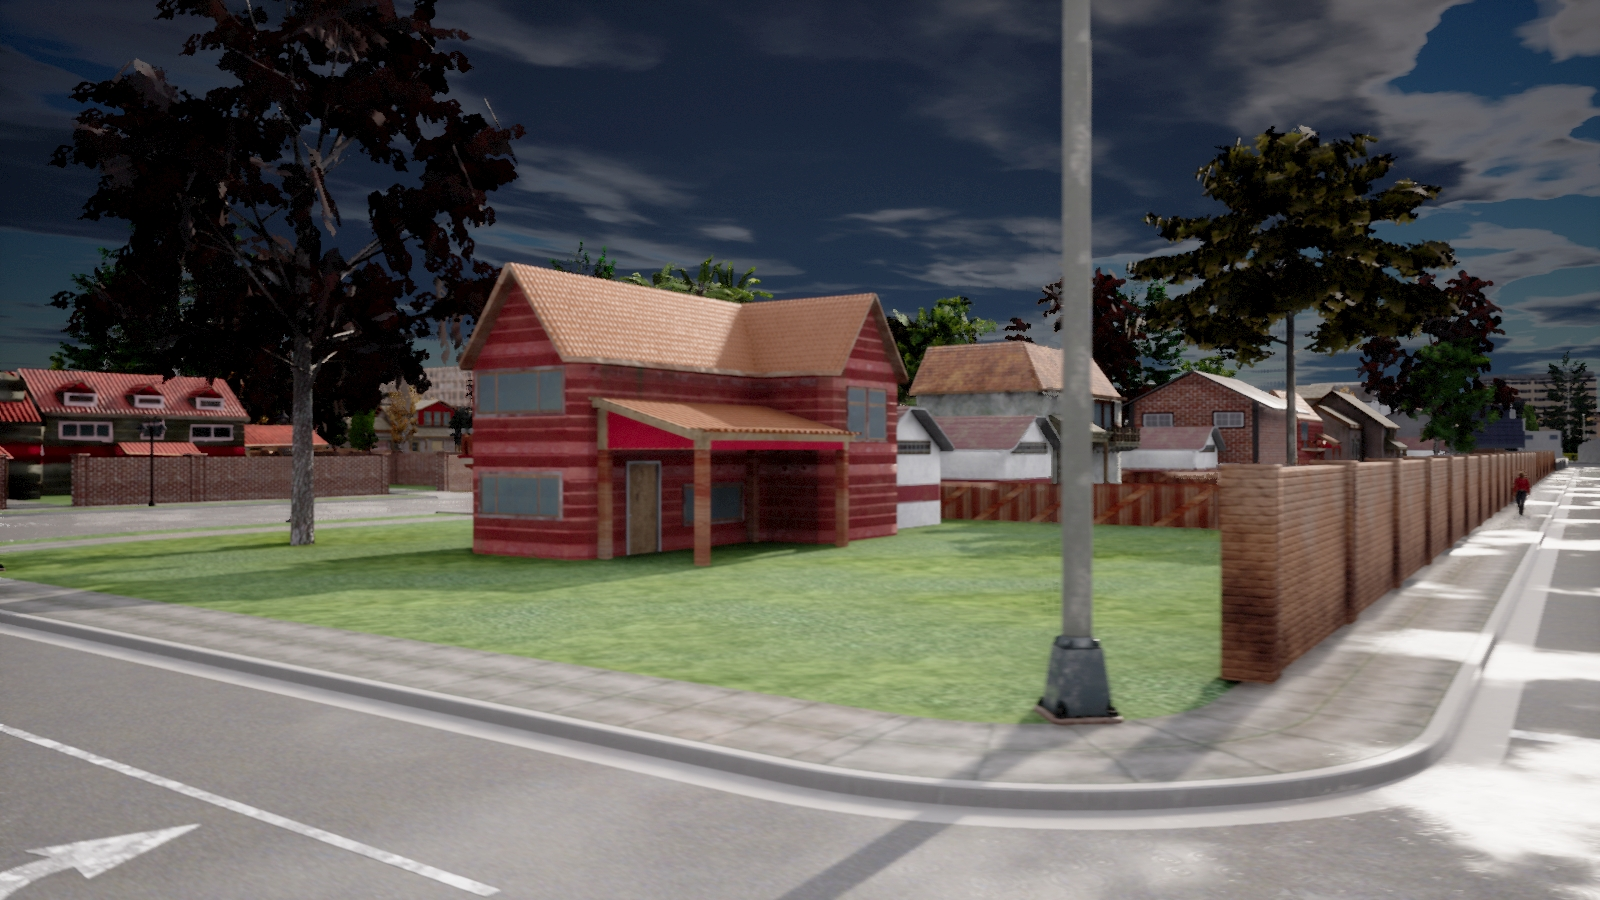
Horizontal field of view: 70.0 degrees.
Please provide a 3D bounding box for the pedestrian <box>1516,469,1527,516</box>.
[{"bbox_3d":[28.755,1.699,45.523,0.375,1.860,0.375,0,0,34],"label":"pedestrian"}]
